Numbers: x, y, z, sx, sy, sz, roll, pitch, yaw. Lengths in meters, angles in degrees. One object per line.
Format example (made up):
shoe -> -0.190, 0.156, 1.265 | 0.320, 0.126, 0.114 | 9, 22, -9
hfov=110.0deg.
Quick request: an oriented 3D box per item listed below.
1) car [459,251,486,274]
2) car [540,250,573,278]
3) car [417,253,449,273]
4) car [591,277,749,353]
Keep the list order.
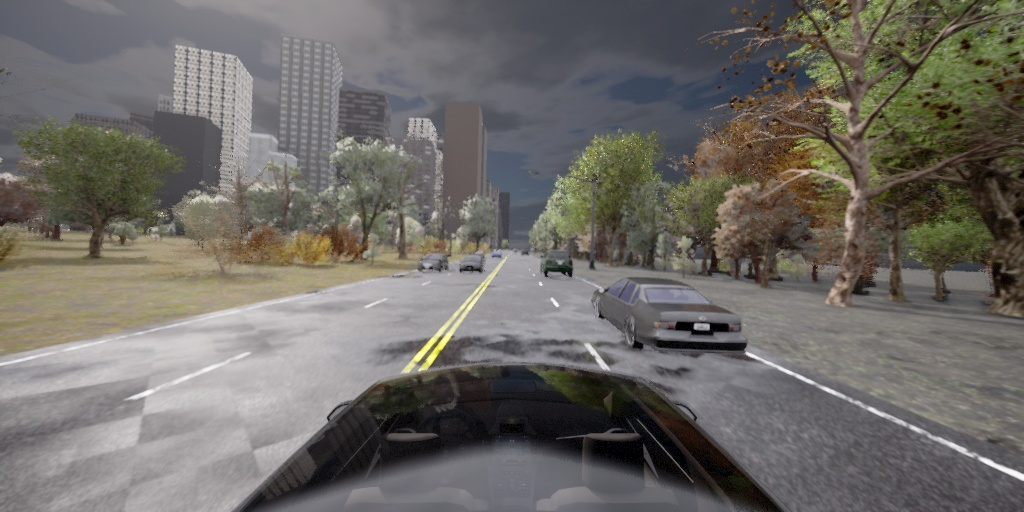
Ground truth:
car -> -3.196, 0.635, 29.517 | 1.837, 1.490, 4.892 | 2, 1, 0
car -> 3.497, 0.542, 28.546 | 2.150, 2.045, 5.566 | 2, 2, 1
car -> -6.443, 0.530, 29.767 | 2.128, 1.511, 4.902 | 2, 1, 0
car -> 3.407, 1.237, 8.924 | 2.033, 1.411, 5.357 | 2, 2, 0
